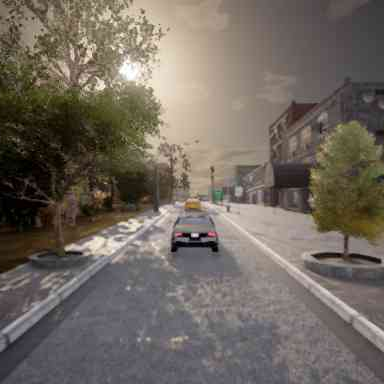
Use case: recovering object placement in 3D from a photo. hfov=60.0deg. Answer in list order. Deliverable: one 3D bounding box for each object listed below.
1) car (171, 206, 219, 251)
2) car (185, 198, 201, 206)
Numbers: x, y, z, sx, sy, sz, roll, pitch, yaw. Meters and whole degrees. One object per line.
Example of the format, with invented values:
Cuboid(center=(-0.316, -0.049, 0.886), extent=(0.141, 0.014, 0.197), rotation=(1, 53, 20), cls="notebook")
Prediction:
Cuboid(center=(0.101, 1.564, 14.190), extent=(2.033, 1.411, 5.357), rotation=(0, 0, 0), cls="car")
Cuboid(center=(0.102, 1.526, 41.235), extent=(1.882, 1.535, 5.008), rotation=(0, 0, 0), cls="car")
